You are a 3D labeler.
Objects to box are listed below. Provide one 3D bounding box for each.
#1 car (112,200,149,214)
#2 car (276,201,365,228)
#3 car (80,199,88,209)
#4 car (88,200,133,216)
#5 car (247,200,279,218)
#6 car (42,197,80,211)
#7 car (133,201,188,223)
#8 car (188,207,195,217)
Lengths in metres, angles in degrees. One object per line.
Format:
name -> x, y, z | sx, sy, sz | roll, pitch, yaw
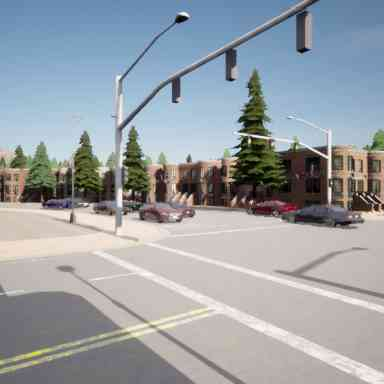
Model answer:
car -> -6.883, 1.601, 37.031 | 1.895, 1.301, 4.718 | 0, 0, -41
car -> 8.634, 1.548, 22.435 | 2.033, 1.411, 5.357 | 0, 0, -35
car -> -15.973, 1.491, 45.124 | 4.902, 1.511, 2.128 | 0, 0, 33
car -> -8.191, 1.547, 33.265 | 2.033, 1.411, 5.357 | 0, 0, -38
car -> 7.189, 1.477, 30.456 | 1.882, 1.535, 5.008 | 0, 0, -36
car -> -16.569, 1.601, 41.392 | 4.718, 1.301, 1.895 | 0, 0, 34
car -> -2.520, 1.526, 25.579 | 1.812, 1.442, 4.674 | 0, 0, -35
car -> -1.529, 1.564, 30.097 | 1.994, 1.385, 4.181 | 0, 0, -37
